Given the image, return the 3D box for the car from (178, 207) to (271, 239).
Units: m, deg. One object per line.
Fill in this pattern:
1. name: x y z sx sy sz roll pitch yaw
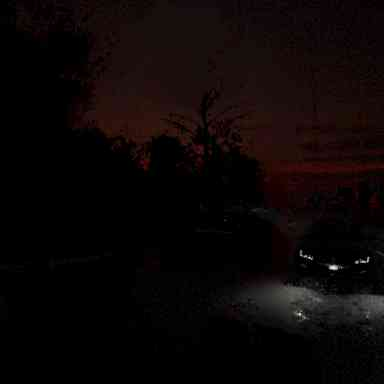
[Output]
1. car: 1.906 1.671 18.825 4.892 1.521 2.231 0 -1 15

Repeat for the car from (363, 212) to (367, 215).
1. car: 17.421 2.000 28.369 5.366 1.575 1.946 0 -2 15

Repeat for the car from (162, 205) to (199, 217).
1. car: -1.616 2.684 47.343 5.008 1.535 1.882 1 0 16

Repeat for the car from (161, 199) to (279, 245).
1. car: 1.234 1.372 16.246 5.566 2.045 2.435 0 -1 15

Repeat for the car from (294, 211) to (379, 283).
1. car: 4.351 1.573 10.149 1.837 1.490 4.892 1 0 24

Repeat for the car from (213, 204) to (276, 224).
1. car: 4.666 1.930 29.647 5.366 1.575 1.946 0 -2 15

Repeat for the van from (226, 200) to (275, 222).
1. van: 5.699 1.791 32.267 4.442 1.987 1.878 0 -2 15

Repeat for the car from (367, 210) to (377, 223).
1. car: 16.442 1.790 25.617 4.553 1.767 2.185 0 -2 15

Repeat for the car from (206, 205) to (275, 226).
1. car: 3.961 1.856 27.082 5.366 1.575 1.946 0 -1 15

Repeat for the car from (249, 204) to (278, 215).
1. car: 11.911 2.879 55.391 4.553 1.767 2.185 0 -3 16

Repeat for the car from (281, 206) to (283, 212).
1. car: 18.582 4.195 78.758 4.674 1.452 2.002 0 -3 16

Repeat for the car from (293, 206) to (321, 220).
1. car: 10.273 2.043 30.135 1.837 1.490 4.892 0 -2 15

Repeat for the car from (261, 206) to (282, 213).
1. car: 20.362 4.464 85.055 5.008 1.535 2.097 0 -3 16

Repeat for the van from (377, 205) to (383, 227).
1. van: 15.557 1.611 22.715 4.442 1.987 1.878 0 -1 15
